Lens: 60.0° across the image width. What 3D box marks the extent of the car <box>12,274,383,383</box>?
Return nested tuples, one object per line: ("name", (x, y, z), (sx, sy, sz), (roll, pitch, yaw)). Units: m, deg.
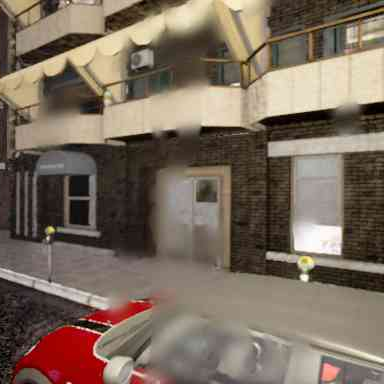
("car", (0.329, 1.432, 2.640), (4.097, 1.590, 1.967), (0, 0, 36))
